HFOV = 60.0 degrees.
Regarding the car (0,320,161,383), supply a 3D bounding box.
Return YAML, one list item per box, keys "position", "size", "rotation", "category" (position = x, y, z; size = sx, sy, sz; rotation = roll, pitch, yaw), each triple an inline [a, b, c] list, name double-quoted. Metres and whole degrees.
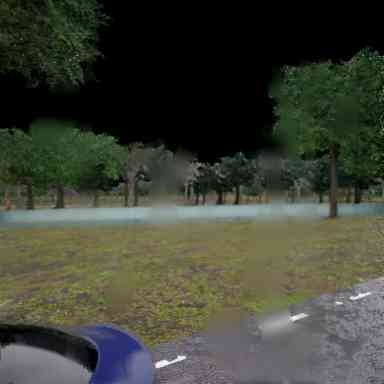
- position: [-2.256, 1.525, 1.459]
  size: [4.674, 1.442, 1.812]
  rotation: [0, 0, -35]
  category: "car"
